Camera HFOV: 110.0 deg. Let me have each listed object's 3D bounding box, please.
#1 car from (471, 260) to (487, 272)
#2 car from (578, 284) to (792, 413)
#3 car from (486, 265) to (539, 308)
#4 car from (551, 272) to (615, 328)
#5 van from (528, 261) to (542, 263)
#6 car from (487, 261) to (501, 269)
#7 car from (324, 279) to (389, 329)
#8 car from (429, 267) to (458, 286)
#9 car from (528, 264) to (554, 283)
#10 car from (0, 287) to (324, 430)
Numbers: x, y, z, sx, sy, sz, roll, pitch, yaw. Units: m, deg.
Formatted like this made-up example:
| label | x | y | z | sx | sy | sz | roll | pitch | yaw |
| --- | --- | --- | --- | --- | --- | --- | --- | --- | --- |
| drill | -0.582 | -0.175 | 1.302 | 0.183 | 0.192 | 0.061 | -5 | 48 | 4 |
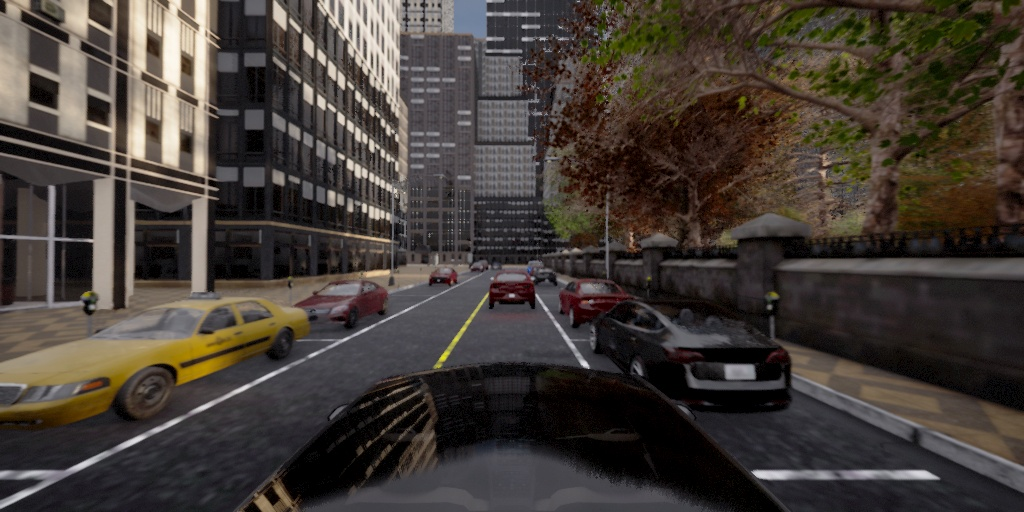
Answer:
| label | x | y | z | sx | sy | sz | roll | pitch | yaw |
| --- | --- | --- | --- | --- | --- | --- | --- | --- | --- |
| car | -5.357 | 1.730 | 56.007 | 1.967 | 1.591 | 4.097 | 0 | 0 | 0 |
| car | 2.562 | 1.361 | 6.106 | 1.948 | 1.339 | 4.313 | 0 | 0 | 0 |
| car | 0.020 | 1.374 | 16.098 | 1.882 | 1.535 | 5.008 | 0 | 0 | 1 |
| car | 2.558 | 1.397 | 11.651 | 1.888 | 1.381 | 4.507 | 0 | 0 | 0 |
| van | 2.536 | 1.470 | 39.377 | 1.690 | 1.789 | 3.998 | 0 | 0 | 0 |
| car | -2.837 | 1.862 | 64.382 | 2.128 | 1.511 | 4.902 | 0 | -1 | 1 |
| car | -5.323 | 1.433 | 11.649 | 1.802 | 1.307 | 4.207 | 0 | 0 | 0 |
| car | -5.336 | 1.564 | 28.283 | 1.888 | 1.381 | 4.507 | 0 | 0 | 0 |
| car | 2.545 | 1.570 | 28.286 | 2.007 | 1.370 | 4.403 | 0 | 0 | 0 |
| car | -5.318 | 1.320 | 5.934 | 1.751 | 1.417 | 4.829 | 0 | 0 | 0 |
